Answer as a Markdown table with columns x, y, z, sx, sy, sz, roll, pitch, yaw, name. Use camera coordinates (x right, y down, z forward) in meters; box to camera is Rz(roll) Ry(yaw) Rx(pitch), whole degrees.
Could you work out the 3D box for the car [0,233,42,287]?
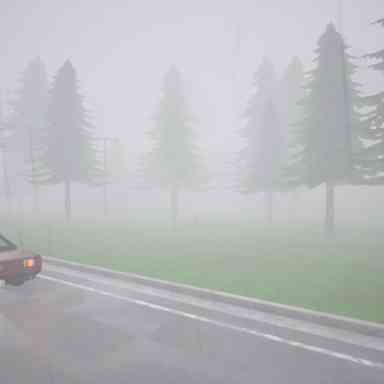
| x | y | z | sx | sy | sz | roll | pitch | yaw | name |
| --- | --- | --- | --- | --- | --- | --- | --- | --- | --- |
| -5.785 | 1.599 | 8.108 | 4.718 | 1.301 | 1.895 | 0 | 0 | 35 | car |
